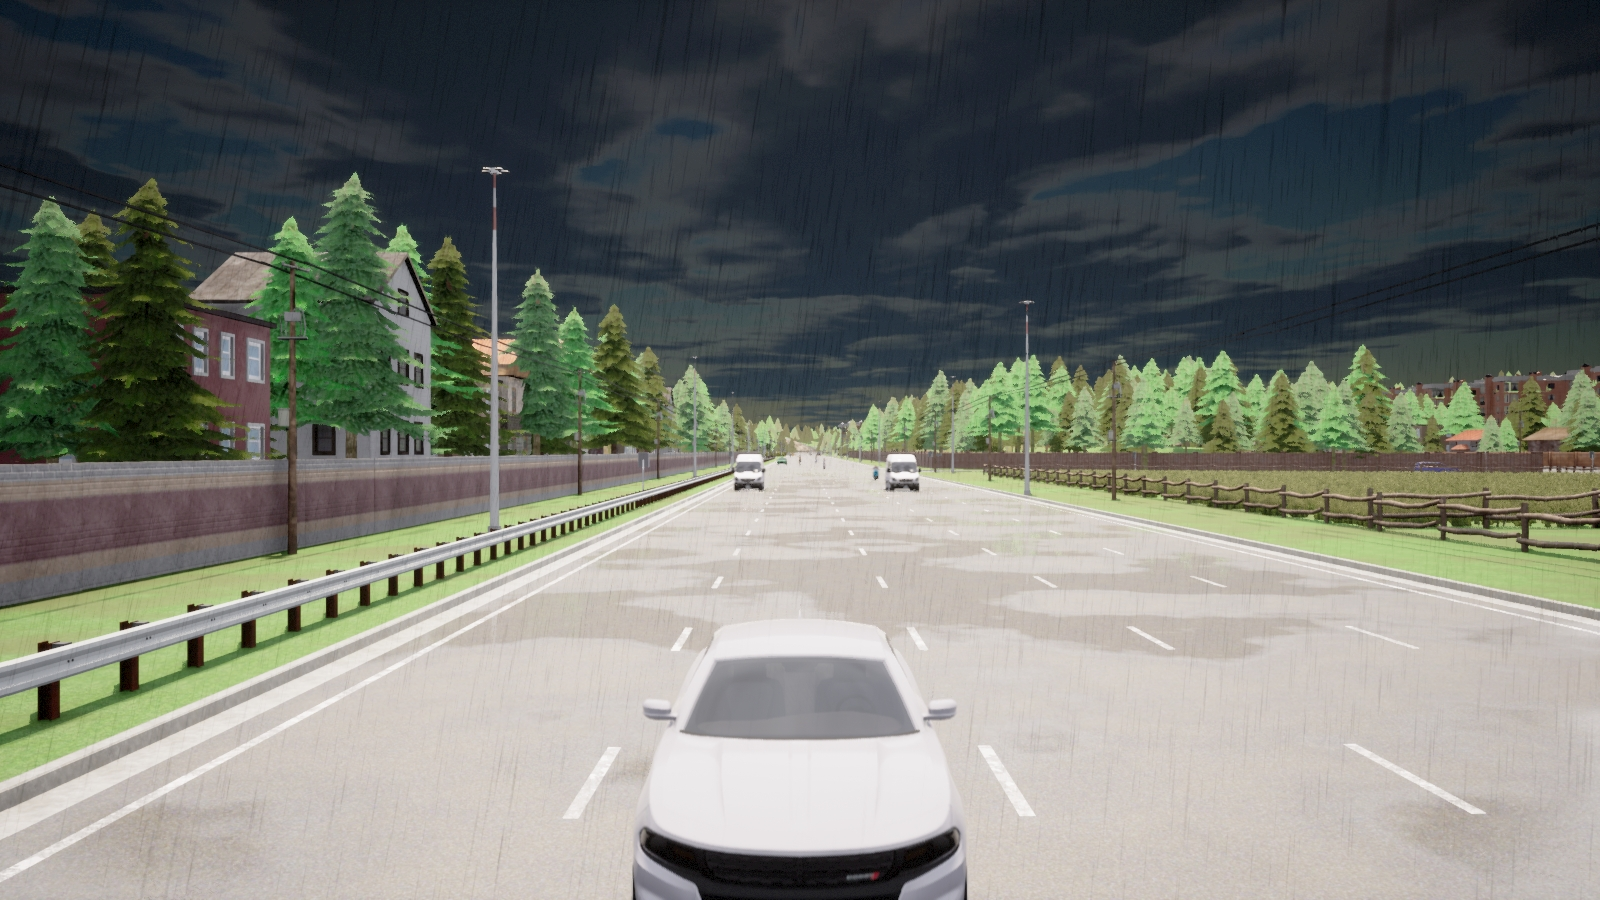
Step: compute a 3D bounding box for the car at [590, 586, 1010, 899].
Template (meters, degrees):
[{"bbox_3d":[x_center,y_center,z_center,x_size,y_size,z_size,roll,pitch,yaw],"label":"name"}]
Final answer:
[{"bbox_3d":[-0.002,2.041,8.209,2.097,1.535,5.006,0,0,0],"label":"car"}]
